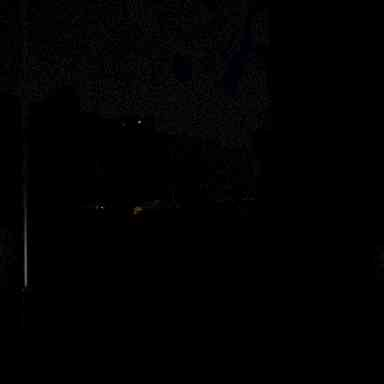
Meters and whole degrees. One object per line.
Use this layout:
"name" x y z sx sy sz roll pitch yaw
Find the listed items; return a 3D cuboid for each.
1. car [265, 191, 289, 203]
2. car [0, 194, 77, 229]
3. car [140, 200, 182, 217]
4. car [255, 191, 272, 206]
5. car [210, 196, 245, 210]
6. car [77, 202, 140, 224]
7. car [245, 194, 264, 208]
"car" 14.558 0.823 56.689 2.150 2.045 5.566 -1 0 35
"car" -10.532 1.129 21.104 2.150 2.045 5.566 -1 0 35
"car" -2.698 1.317 27.658 1.752 1.417 4.829 0 0 35
"car" 10.240 0.948 46.098 2.192 1.841 5.009 -1 0 35
"car" 3.722 1.150 36.809 1.967 1.590 4.097 -1 0 35
"car" -6.055 1.389 22.874 2.008 1.369 4.403 0 0 35
"car" 6.983 1.252 41.454 1.802 1.307 4.206 -1 0 35
